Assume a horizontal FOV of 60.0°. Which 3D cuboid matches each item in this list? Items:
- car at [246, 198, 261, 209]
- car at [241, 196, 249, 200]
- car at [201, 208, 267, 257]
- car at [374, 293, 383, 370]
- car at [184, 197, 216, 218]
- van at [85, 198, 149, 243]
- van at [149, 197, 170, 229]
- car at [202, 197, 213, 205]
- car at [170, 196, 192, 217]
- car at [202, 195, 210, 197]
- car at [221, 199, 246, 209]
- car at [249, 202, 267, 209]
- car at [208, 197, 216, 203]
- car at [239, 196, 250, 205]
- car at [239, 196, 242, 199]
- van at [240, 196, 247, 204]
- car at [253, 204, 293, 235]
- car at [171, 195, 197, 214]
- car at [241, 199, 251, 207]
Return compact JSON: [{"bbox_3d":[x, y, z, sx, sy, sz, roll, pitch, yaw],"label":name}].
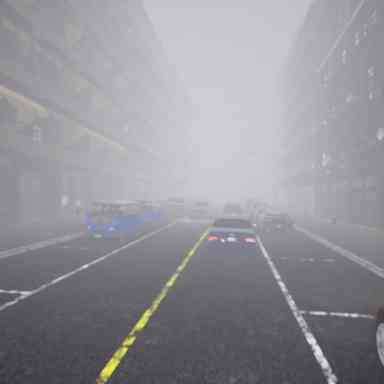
[{"bbox_3d":[6.322,1.676,31.012,1.967,1.590,4.097,3,0,7],"label":"car"},{"bbox_3d":[7.655,1.621,41.994,2.192,1.841,5.009,3,0,7],"label":"car"},{"bbox_3d":[1.604,1.611,13.343,2.033,1.411,5.357,2,0,7],"label":"car"},{"bbox_3d":[3.198,1.566,2.548,1.882,1.535,5.008,2,0,7],"label":"car"},{"bbox_3d":[0.832,1.564,30.812,1.882,1.535,5.008,2,0,7],"label":"car"},{"bbox_3d":[-3.541,1.271,15.583,1.690,1.788,3.998,3,0,7],"label":"van"},{"bbox_3d":[-2.857,1.302,21.073,1.690,1.788,3.998,3,0,7],"label":"van"},{"bbox_3d":[3.285,1.855,70.464,1.887,1.381,4.507,3,0,7],"label":"car"},{"bbox_3d":[-1.488,1.343,32.048,2.192,1.841,5.009,3,0,7],"label":"car"},{"bbox_3d":[2.613,1.579,64.976,2.192,1.841,5.009,3,0,7],"label":"car"},{"bbox_3d":[3.812,1.673,31.032,1.837,1.490,4.892,2,0,7],"label":"car"},{"bbox_3d":[5.626,1.746,25.524,1.887,1.381,4.507,3,0,7],"label":"car"},{"bbox_3d":[5.333,2.042,86.930,1.802,1.307,4.206,3,0,7],"label":"car"},{"bbox_3d":[11.756,1.880,74.928,2.192,1.841,5.009,3,0,7],"label":"car"},{"bbox_3d":[9.016,1.825,52.972,1.967,1.590,4.097,3,0,7],"label":"car"},{"bbox_3d":[12.438,1.956,80.417,1.690,1.788,3.998,3,0,7],"label":"van"},{"bbox_3d":[4.942,1.713,20.037,1.887,1.381,4.507,3,0,7],"label":"car"},{"bbox_3d":[-0.804,1.378,37.536,2.192,1.841,5.009,3,0,7],"label":"car"},{"bbox_3d":[10.377,2.053,63.950,1.802,1.307,4.206,3,0,7],"label":"car"}]
